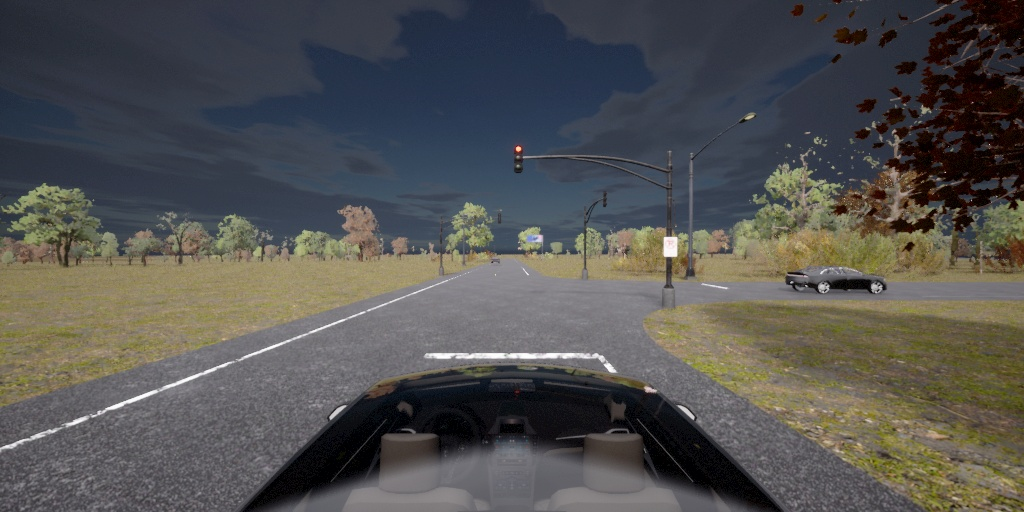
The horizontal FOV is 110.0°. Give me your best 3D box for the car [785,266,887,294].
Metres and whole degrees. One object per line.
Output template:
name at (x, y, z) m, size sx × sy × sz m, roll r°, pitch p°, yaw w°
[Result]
car at (18.330, 1.316, 20.364) m, size 4.902 × 1.511 × 2.128 m, roll 0°, pitch 1°, yaw 0°
